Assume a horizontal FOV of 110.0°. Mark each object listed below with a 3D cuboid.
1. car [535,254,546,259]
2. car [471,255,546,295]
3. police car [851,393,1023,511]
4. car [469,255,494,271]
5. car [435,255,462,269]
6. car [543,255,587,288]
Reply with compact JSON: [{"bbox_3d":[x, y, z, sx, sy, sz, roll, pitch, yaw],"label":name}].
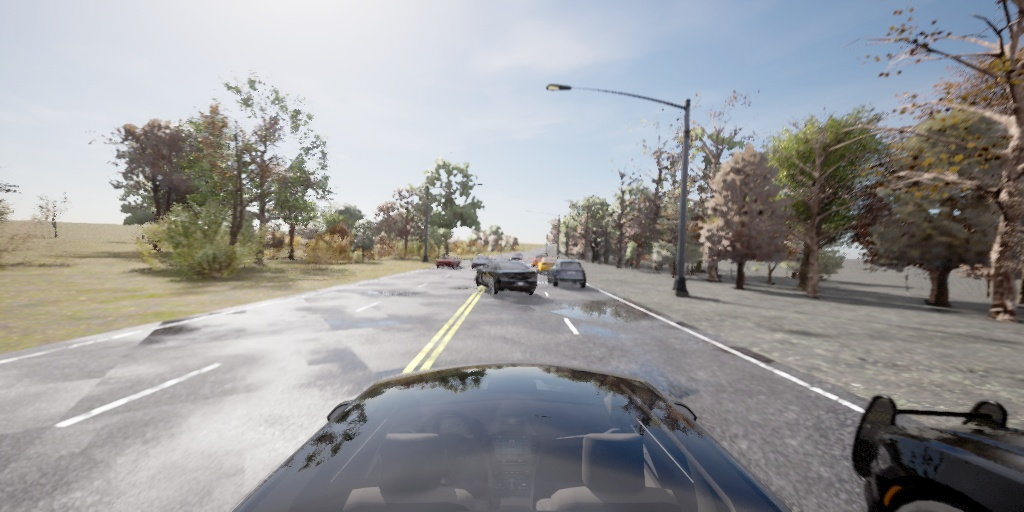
[{"bbox_3d":[3.426,0.867,33.246,1.882,1.535,5.008,2,1,1],"label":"car"},{"bbox_3d":[-0.383,0.914,17.195,1.882,1.535,5.008,1,1,-18],"label":"car"},{"bbox_3d":[3.296,1.314,0.396,1.930,1.638,5.238,3,1,0],"label":"police car"},{"bbox_3d":[-3.103,0.653,37.663,2.033,1.411,5.357,2,1,1],"label":"car"},{"bbox_3d":[-6.372,0.611,36.286,1.895,1.301,4.718,2,1,1],"label":"car"},{"bbox_3d":[3.342,0.988,22.279,2.033,1.649,4.856,2,0,0],"label":"car"}]
